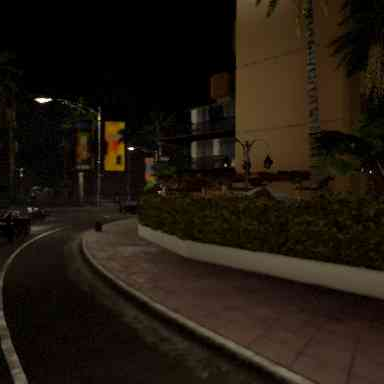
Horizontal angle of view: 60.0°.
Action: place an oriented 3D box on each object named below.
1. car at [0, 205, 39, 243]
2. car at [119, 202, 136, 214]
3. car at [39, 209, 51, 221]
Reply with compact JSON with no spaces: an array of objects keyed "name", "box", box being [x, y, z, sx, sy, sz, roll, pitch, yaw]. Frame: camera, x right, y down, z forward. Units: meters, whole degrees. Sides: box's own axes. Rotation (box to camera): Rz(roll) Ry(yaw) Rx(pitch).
[{"name":"car","box":[-9.548,1.639,16.849,2.128,1.511,4.902,1,-1,-14]},{"name":"car","box":[-7.422,2.012,42.085,2.128,1.511,4.902,0,-1,17]},{"name":"car","box":[-13.922,1.803,27.737,2.033,1.411,5.357,0,-1,5]}]
